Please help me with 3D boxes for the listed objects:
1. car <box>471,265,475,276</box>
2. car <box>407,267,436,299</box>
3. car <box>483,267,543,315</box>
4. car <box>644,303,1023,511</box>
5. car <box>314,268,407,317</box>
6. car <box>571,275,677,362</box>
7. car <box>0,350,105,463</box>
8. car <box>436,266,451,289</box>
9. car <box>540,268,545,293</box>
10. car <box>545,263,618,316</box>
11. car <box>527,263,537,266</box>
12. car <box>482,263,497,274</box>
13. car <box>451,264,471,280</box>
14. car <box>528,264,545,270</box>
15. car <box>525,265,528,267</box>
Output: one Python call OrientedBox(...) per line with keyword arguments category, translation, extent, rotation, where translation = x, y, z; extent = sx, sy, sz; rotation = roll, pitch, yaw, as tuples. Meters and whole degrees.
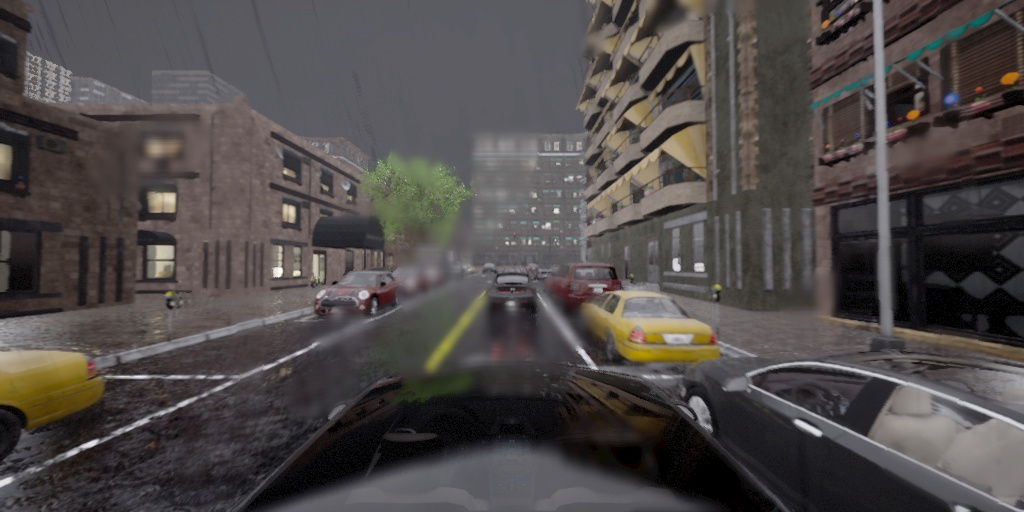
OrientedBox(category="car", translation=(-5.672, 1.683, 42.032), extent=(2.007, 1.370, 4.403), rotation=(0, 0, 0))
OrientedBox(category="car", translation=(-5.664, 1.354, 19.287), extent=(1.967, 1.591, 4.097), rotation=(0, 0, 0))
OrientedBox(category="car", translation=(0.038, 1.374, 14.303), extent=(1.837, 1.490, 4.892), rotation=(0, 0, 0))
OrientedBox(category="car", translation=(2.690, 1.306, 2.288), extent=(2.007, 1.370, 4.403), rotation=(0, 0, 0))
OrientedBox(category="car", translation=(-5.662, 1.301, 13.599), extent=(1.967, 1.591, 4.097), rotation=(0, 0, 0))
OrientedBox(category="car", translation=(2.688, 1.334, 8.144), extent=(1.751, 1.417, 4.829), rotation=(0, 0, 0))
OrientedBox(category="car", translation=(-5.657, 1.280, 2.057), extent=(1.751, 1.417, 4.829), rotation=(0, 0, 0))
OrientedBox(category="car", translation=(-5.666, 1.551, 24.972), extent=(1.802, 1.307, 4.207), rotation=(0, 0, 0))
OrientedBox(category="car", translation=(2.684, 1.497, 19.348), extent=(1.802, 1.307, 4.207), rotation=(0, 0, 0))
OrientedBox(category="car", translation=(2.686, 1.176, 13.662), extent=(2.192, 1.841, 5.009), rotation=(0, 0, 0))
OrientedBox(category="car", translation=(2.720, 1.629, 47.776), extent=(1.967, 1.591, 4.097), rotation=(0, 0, 0))
OrientedBox(category="car", translation=(-3.071, 1.687, 49.853), extent=(1.882, 1.535, 5.008), rotation=(0, -1, 0))
OrientedBox(category="car", translation=(-5.670, 1.643, 36.345), extent=(1.948, 1.339, 4.313), rotation=(0, 0, 0))
OrientedBox(category="car", translation=(2.680, 1.590, 30.720), extent=(1.948, 1.339, 4.313), rotation=(0, 0, 0))
OrientedBox(category="car", translation=(0.028, 1.605, 28.666), extent=(1.895, 1.301, 4.718), rotation=(0, -1, 0))
